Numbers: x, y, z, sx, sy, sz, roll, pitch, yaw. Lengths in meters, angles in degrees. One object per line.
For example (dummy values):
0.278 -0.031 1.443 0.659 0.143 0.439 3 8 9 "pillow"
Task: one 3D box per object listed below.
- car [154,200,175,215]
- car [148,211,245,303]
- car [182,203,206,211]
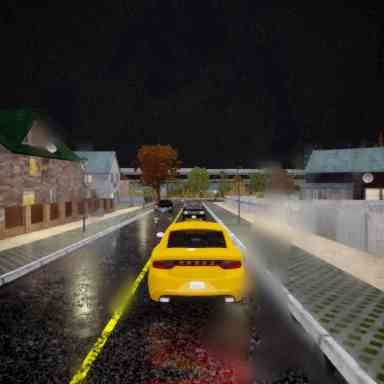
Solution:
-2.755 1.522 34.039 1.812 1.442 4.674 0 0 0 "car"
0.099 1.473 8.270 1.882 1.535 5.008 0 0 0 "car"
0.153 1.596 27.407 1.895 1.301 4.718 0 0 0 "car"
